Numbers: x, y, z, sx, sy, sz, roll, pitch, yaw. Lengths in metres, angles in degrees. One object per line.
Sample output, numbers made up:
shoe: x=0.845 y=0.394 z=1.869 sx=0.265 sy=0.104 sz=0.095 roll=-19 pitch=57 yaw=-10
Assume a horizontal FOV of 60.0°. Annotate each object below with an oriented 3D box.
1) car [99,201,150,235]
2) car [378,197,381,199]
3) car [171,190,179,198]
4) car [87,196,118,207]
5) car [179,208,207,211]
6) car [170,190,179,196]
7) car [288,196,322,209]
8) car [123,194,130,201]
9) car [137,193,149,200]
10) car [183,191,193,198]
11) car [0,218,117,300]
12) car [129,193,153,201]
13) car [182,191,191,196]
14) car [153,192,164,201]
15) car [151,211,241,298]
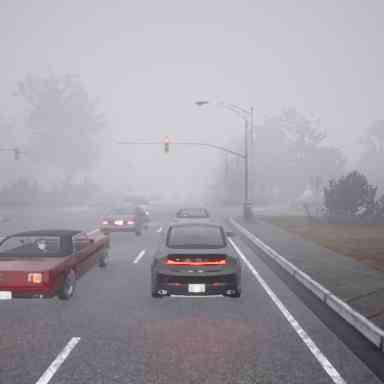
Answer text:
car: x=-3.462 y=1.440 z=17.835 sx=2.033 sy=1.411 sz=5.357 roll=0 pitch=0 yaw=-1
car: x=24.547 y=0.938 z=39.128 sx=5.566 sy=2.045 sz=2.150 roll=0 pitch=0 yaw=-3
car: x=-4.217 y=0.752 z=84.807 sx=2.128 sy=1.511 sz=4.902 roll=0 pitch=1 yaw=-4
car: x=-11.933 y=1.272 z=44.391 sx=1.895 sy=1.301 sz=4.718 roll=0 pitch=1 yaw=19
car: x=0.064 y=1.494 z=17.742 sx=1.895 sy=1.301 sz=4.718 roll=0 pitch=0 yaw=0
car: x=-4.986 y=0.270 z=94.854 sx=2.097 sy=1.767 sz=4.553 roll=0 pitch=1 yaw=-7
car: x=13.633 y=1.212 z=38.484 sx=4.902 sy=1.511 sz=2.128 roll=0 pitch=0 yaw=-3
car: x=-10.734 y=1.096 z=58.794 sx=2.033 sy=1.411 sz=5.357 roll=0 pitch=1 yaw=0
car: x=-10.804 y=0.939 z=73.817 sx=1.994 sy=1.385 sz=4.181 roll=0 pitch=1 yaw=-1
car: x=-0.745 y=0.772 z=85.347 sx=1.994 sy=1.385 sz=4.181 roll=0 pitch=1 yaw=-4
car: x=-3.421 y=1.569 z=8.246 sx=1.895 sy=1.301 sz=4.718 roll=0 pitch=0 yaw=0
car: x=-7.220 y=1.209 z=47.560 sx=1.994 sy=1.385 sz=4.181 roll=0 pitch=0 yaw=0
car: x=-1.506 y=0.452 z=95.224 sx=2.033 sy=1.411 sz=5.357 roll=0 pitch=1 yaw=-7
car: x=-7.233 y=0.979 z=65.140 sx=2.128 sy=1.511 sz=4.902 roll=0 pitch=1 yaw=0
car: x=0.080 y=1.472 z=8.429 sx=1.837 sy=1.490 sz=4.892 roll=0 pitch=0 yaw=0
